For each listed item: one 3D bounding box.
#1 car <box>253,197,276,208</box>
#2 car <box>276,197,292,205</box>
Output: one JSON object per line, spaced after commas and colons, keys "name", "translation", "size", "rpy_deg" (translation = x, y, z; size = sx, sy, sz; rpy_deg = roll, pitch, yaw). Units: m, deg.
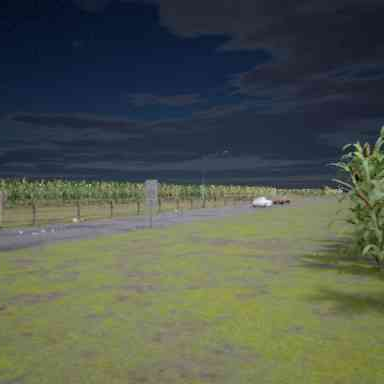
{"name": "car", "translation": [10.353, 1.490, 48.683], "size": [1.812, 1.442, 4.674], "rpy_deg": [1, 0, 31]}
{"name": "car", "translation": [15.610, 1.556, 57.387], "size": [1.895, 1.301, 4.718], "rpy_deg": [1, 0, 35]}
